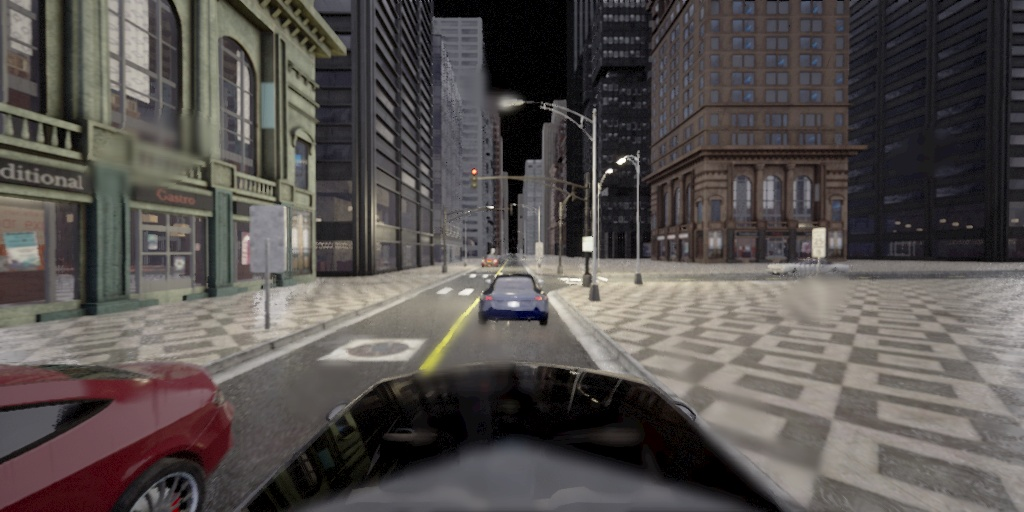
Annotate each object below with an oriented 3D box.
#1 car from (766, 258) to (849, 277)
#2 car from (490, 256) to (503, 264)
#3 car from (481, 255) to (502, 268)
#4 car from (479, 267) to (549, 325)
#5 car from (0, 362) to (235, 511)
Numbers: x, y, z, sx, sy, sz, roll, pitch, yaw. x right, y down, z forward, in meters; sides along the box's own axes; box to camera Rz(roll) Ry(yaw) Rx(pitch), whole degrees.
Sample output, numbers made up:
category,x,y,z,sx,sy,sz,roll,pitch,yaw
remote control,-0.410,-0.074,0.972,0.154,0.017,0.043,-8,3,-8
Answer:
category,x,y,z,sx,sy,sz,roll,pitch,yaw
car,21.291,0.835,26.001,4.718,1.301,1.895,-1,1,0
car,-2.746,0.662,64.955,2.033,1.411,5.357,0,1,1
car,-2.881,0.636,47.785,2.097,1.767,4.553,0,1,1
car,0.079,1.215,11.396,1.994,1.385,4.181,0,1,1
car,-3.086,1.283,0.948,1.812,1.442,4.674,0,1,0
